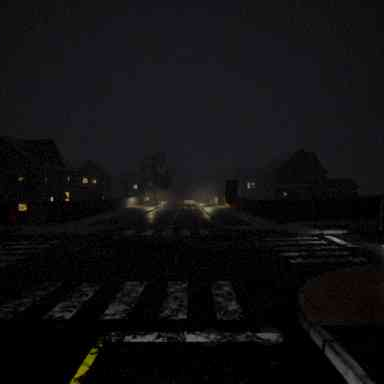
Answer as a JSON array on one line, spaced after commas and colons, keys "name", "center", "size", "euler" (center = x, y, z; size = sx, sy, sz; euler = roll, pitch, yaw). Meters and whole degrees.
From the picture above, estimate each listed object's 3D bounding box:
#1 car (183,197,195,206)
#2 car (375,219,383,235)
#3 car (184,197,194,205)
[{"name": "car", "center": [-0.529, 1.713, 56.834], "size": [1.812, 1.442, 4.674], "euler": [0, 0, -1]}, {"name": "car", "center": [10.584, 1.282, 14.424], "size": [4.892, 1.490, 1.837], "euler": [-1, 2, -1]}, {"name": "car", "center": [-0.686, 1.748, 66.862], "size": [1.882, 1.535, 5.008], "euler": [0, -1, -2]}]
